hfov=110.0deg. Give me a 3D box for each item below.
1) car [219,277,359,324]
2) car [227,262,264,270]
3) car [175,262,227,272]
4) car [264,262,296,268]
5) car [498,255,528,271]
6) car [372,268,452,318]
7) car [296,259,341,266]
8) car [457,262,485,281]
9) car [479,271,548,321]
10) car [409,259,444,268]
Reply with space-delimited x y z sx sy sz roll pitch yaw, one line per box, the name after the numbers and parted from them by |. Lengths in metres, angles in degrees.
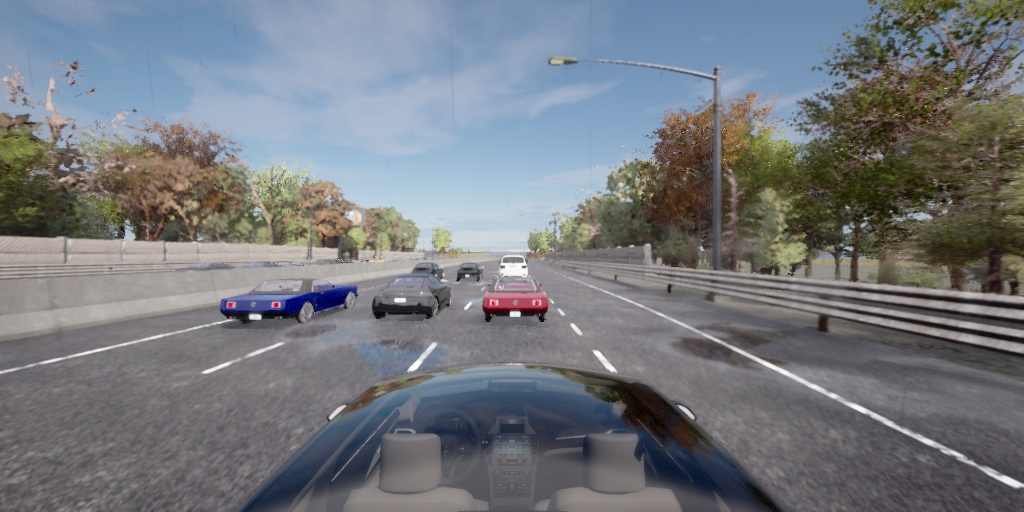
-6.901 1.348 11.870 1.895 1.301 4.718 0 0 0 | car
-24.596 1.300 35.209 2.033 1.411 5.357 0 0 0 | car
-28.097 1.299 33.290 2.033 1.411 5.357 0 0 0 | car
-21.098 1.353 34.519 1.895 1.301 4.718 0 0 0 | car
0.093 0.971 28.893 2.150 2.045 5.566 0 0 0 | car
-3.402 1.311 12.910 1.994 1.385 4.181 0 0 0 | car
-17.596 1.104 33.564 2.097 1.767 4.553 0 0 0 | car
-3.402 1.255 29.752 1.837 1.490 4.892 0 0 0 | car
0.097 1.347 12.325 1.895 1.301 4.718 0 0 0 | car
-6.902 1.255 29.768 1.837 1.490 4.892 0 0 0 | car
